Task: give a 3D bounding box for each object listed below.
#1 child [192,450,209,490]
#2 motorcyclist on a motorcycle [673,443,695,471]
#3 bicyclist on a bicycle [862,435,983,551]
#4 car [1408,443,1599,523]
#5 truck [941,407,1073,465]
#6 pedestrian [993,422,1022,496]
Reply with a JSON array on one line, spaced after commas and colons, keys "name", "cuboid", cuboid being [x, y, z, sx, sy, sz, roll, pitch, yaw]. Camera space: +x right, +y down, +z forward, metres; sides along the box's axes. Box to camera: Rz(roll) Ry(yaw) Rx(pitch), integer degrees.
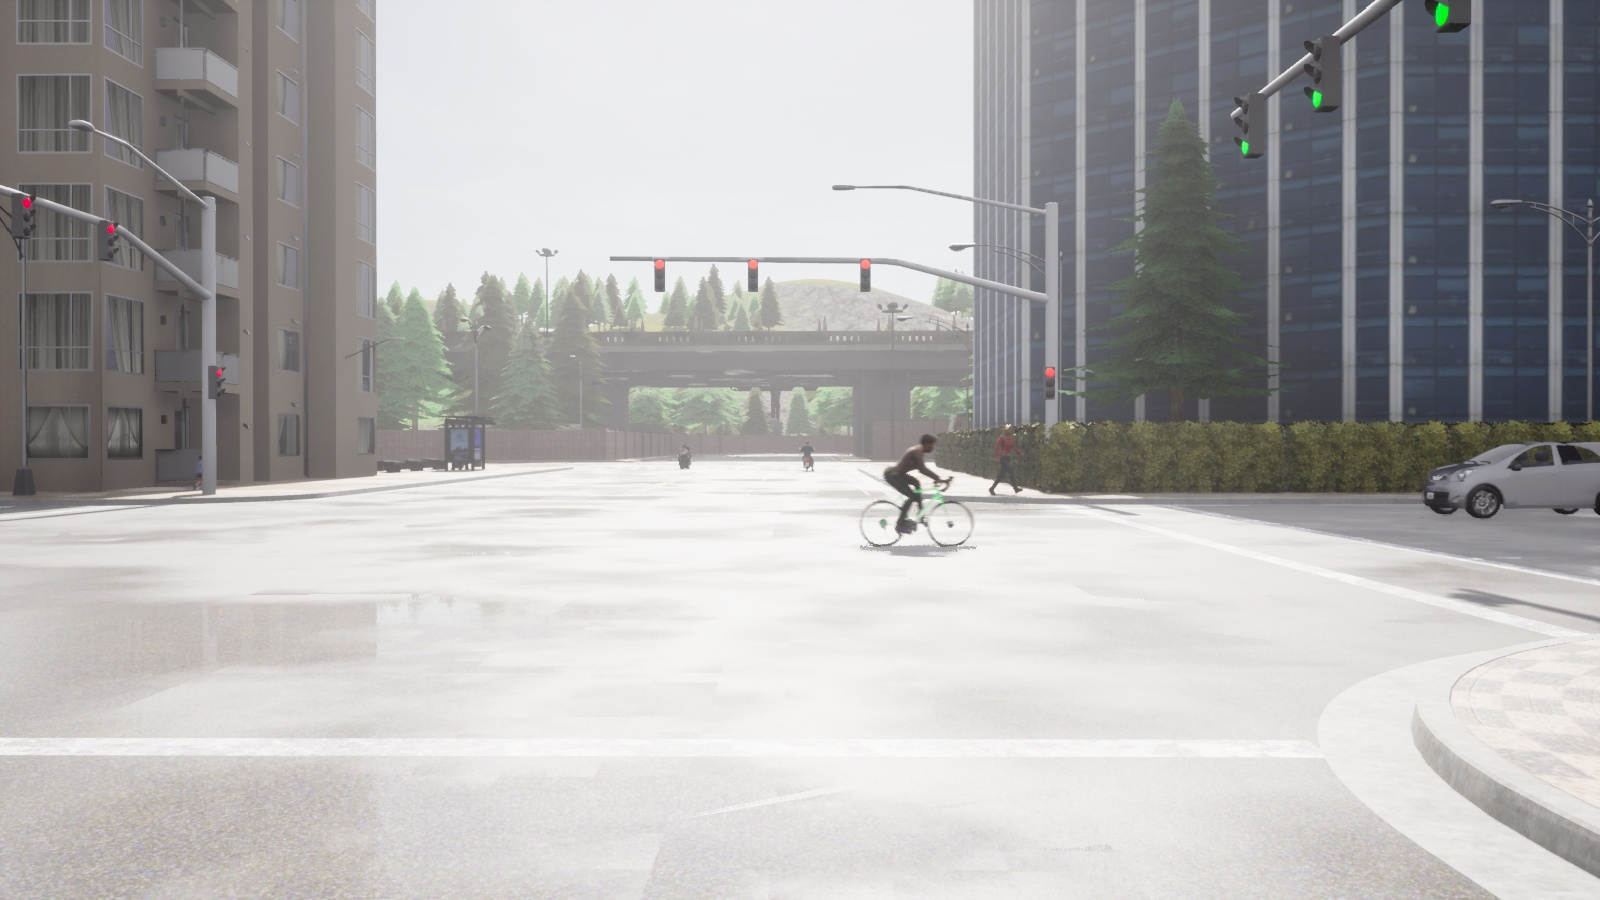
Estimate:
[{"name": "child", "cuboid": [-17.058, 0.570, 35.730, 0.255, 1.110, 0.394, 0, 0, 7]}, {"name": "motorcyclist on a motorcycle", "cuboid": [-6.565, 0.377, 71.322, 0.866, 1.530, 2.191, 1, 0, 5]}, {"name": "bicyclist on a bicycle", "cuboid": [1.741, 0.599, 17.939, 1.656, 1.620, 0.582, 0, 0, 0]}, {"name": "car", "cuboid": [14.361, 0.629, 24.997, 3.633, 1.501, 1.845, 0, 0, 0]}, {"name": "truck", "cuboid": [14.019, -0.945, 85.445, 8.468, 3.827, 2.891, 0, 0, 0]}, {"name": "pedestrian", "cuboid": [5.217, 0.226, 31.560, 0.636, 1.846, 0.331, 0, 0, 44]}]
